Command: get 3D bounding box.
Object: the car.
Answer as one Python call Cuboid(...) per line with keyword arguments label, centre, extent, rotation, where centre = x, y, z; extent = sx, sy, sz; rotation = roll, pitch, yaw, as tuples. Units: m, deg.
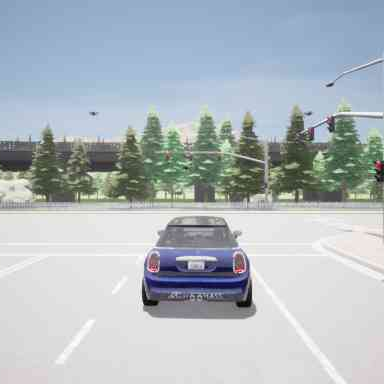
Cuboid(label="car", centre=(0.173, 1.352, 8.152), extent=(2.097, 1.767, 4.553), rotation=(0, 0, 3))
